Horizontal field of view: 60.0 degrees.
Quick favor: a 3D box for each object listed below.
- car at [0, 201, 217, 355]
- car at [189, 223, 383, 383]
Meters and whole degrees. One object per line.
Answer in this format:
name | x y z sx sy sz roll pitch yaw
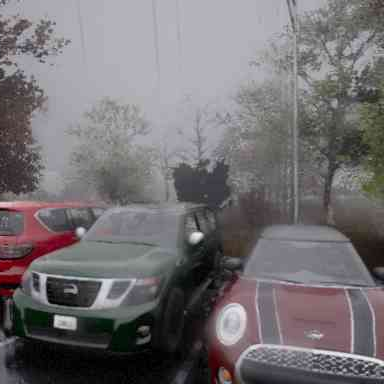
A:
car | -0.793 1.241 6.636 2.435 2.045 5.566 1 -1 15
car | 1.646 1.368 4.983 2.185 1.767 4.553 1 -1 15
